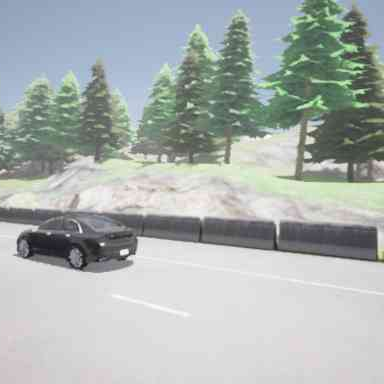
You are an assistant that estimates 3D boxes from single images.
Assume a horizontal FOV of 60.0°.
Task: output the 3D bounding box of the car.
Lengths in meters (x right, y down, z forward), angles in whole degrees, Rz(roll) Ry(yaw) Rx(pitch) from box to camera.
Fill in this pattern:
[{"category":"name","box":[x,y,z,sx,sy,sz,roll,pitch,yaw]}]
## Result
[{"category":"car","box":[-3.945,1.511,11.101,4.892,1.490,1.837,0,0,35]}]
